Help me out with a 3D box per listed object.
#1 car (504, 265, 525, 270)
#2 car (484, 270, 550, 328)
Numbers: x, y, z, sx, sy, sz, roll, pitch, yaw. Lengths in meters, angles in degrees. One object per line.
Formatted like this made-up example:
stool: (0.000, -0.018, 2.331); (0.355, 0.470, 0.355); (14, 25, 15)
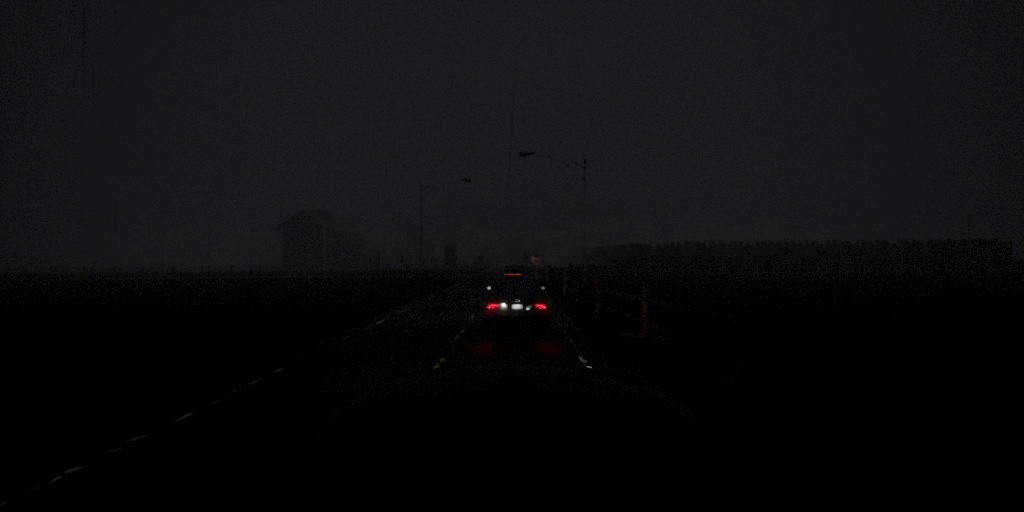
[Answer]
car: (0.183, 1.377, 25.384); (1.837, 1.490, 4.892); (0, 0, 0)
car: (0.134, 1.348, 11.621); (2.033, 1.411, 5.357); (0, 0, 0)
